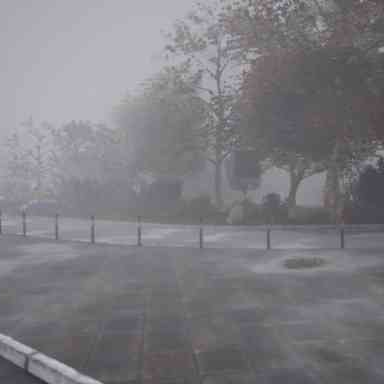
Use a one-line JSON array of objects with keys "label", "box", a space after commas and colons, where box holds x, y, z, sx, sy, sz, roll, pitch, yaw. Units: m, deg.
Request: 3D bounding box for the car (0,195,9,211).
[{"label": "car", "box": [-20.233, 1.301, 36.947, 2.435, 2.045, 5.566, 0, 0, 34]}]

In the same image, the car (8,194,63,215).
[{"label": "car", "box": [-15.487, 1.396, 33.648, 2.185, 1.767, 4.553, 1, 0, 34]}]
